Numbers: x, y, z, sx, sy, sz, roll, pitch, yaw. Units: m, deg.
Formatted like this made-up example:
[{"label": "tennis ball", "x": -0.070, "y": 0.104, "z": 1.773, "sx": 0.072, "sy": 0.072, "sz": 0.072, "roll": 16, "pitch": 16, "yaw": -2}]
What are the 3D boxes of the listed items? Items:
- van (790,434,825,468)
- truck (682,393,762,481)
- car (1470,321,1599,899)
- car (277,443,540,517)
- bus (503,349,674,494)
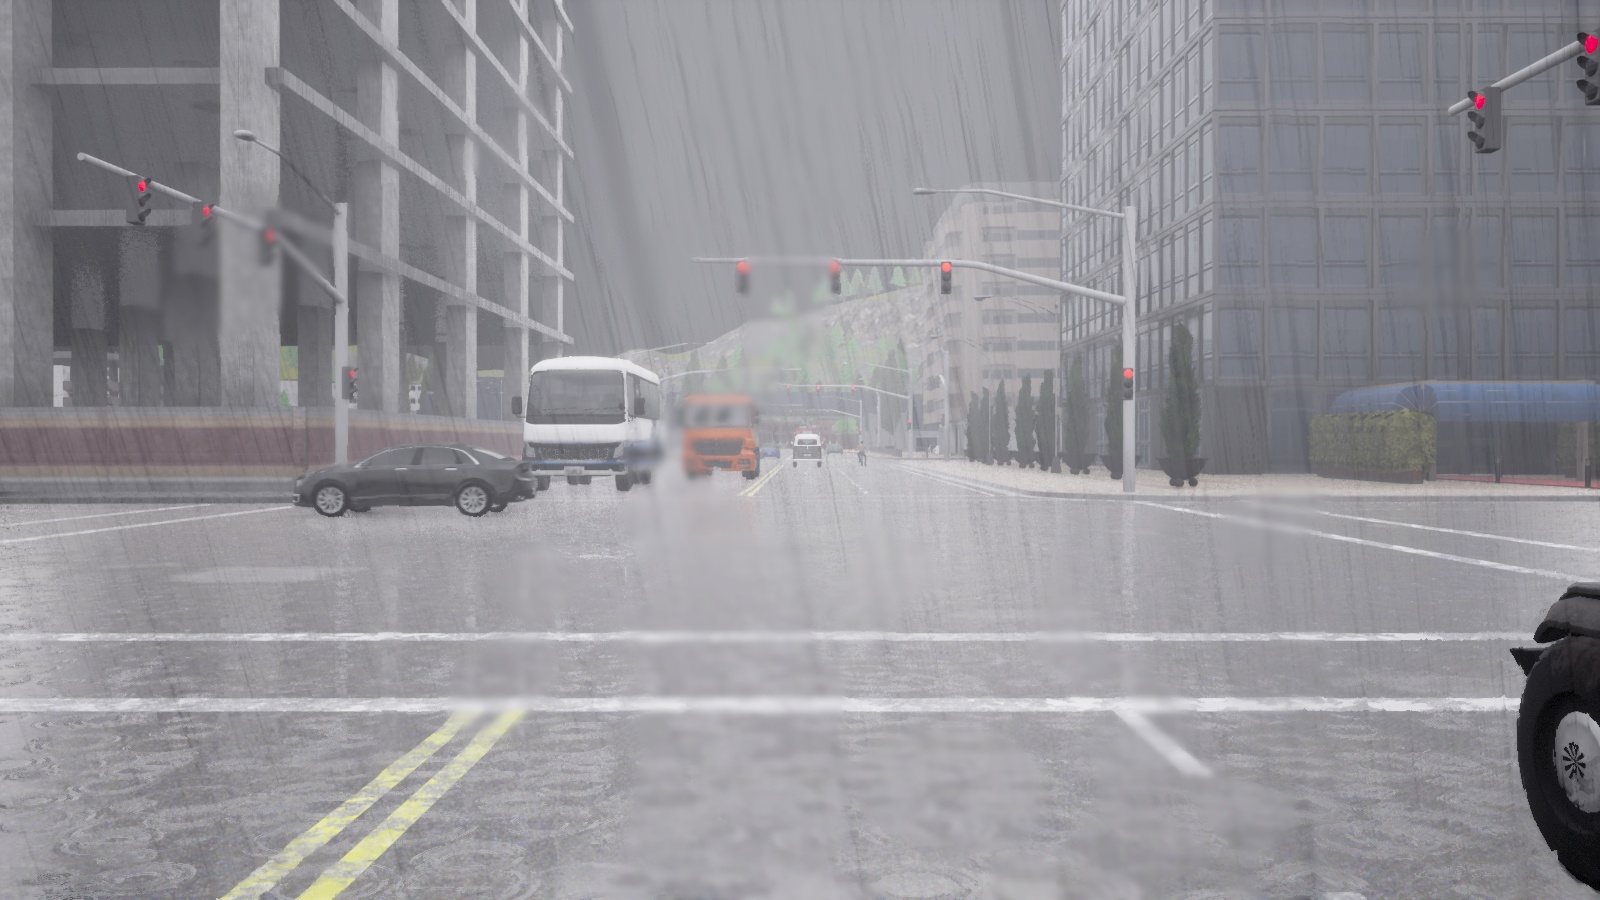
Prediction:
[{"label": "van", "x": 0.452, "y": 0.032, "z": 77.677, "sx": 2.069, "sy": 2.038, "sz": 4.480, "roll": 0, "pitch": 0, "yaw": 0}, {"label": "truck", "x": -3.185, "y": -0.539, "z": 53.286, "sx": 2.891, "sy": 3.462, "sz": 7.936, "roll": 0, "pitch": 0, "yaw": 0}, {"label": "car", "x": 3.532, "y": 0.529, "z": 2.910, "sx": 1.905, "sy": 1.878, "sz": 3.866, "roll": 0, "pitch": 0, "yaw": 0}, {"label": "car", "x": -8.041, "y": 0.598, "z": 26.107, "sx": 4.892, "sy": 1.490, "sz": 1.837, "roll": 0, "pitch": 0, "yaw": -1}, {"label": "bus", "x": -6.747, "y": -0.873, "z": 42.088, "sx": 3.944, "sy": 4.253, "sz": 10.273, "roll": 0, "pitch": 0, "yaw": 0}]
